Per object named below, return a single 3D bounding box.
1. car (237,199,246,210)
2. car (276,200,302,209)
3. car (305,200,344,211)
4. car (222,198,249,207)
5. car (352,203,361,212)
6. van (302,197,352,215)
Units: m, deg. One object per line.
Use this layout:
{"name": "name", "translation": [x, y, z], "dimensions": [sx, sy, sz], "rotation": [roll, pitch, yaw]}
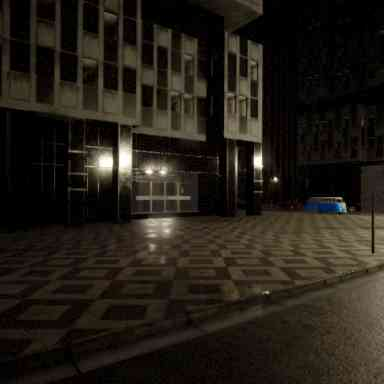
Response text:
{"name": "car", "translation": [7.182, 1.703, 43.362], "dimensions": [1.887, 1.381, 4.507], "rotation": [0, 0, -36]}
{"name": "car", "translation": [14.112, 1.815, 48.326], "dimensions": [1.802, 1.307, 4.206], "rotation": [0, 0, -36]}
{"name": "car", "translation": [17.397, 1.745, 43.732], "dimensions": [2.008, 1.369, 4.403], "rotation": [0, 0, -36]}
{"name": "car", "translation": [7.442, 1.835, 57.655], "dimensions": [1.752, 1.417, 4.829], "rotation": [0, 0, -36]}
{"name": "car", "translation": [20.683, 1.721, 39.137], "dimensions": [1.947, 1.339, 4.313], "rotation": [0, 0, -36]}
{"name": "van", "translation": [13.753, 1.422, 34.173], "dimensions": [1.690, 1.788, 3.998], "rotation": [0, 0, -36]}
